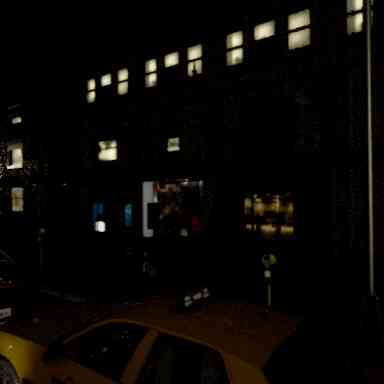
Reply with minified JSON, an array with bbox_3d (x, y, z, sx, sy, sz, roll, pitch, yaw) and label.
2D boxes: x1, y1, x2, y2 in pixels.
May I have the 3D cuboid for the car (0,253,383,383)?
[{"bbox_3d":[-0.205,1.531,3.029,4.829,1.417,1.752,0,-1,36],"label":"car"}]

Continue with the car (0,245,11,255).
[{"bbox_3d":[-4.559,1.559,6.160,4.403,1.369,2.008,0,-1,36],"label":"car"}]
